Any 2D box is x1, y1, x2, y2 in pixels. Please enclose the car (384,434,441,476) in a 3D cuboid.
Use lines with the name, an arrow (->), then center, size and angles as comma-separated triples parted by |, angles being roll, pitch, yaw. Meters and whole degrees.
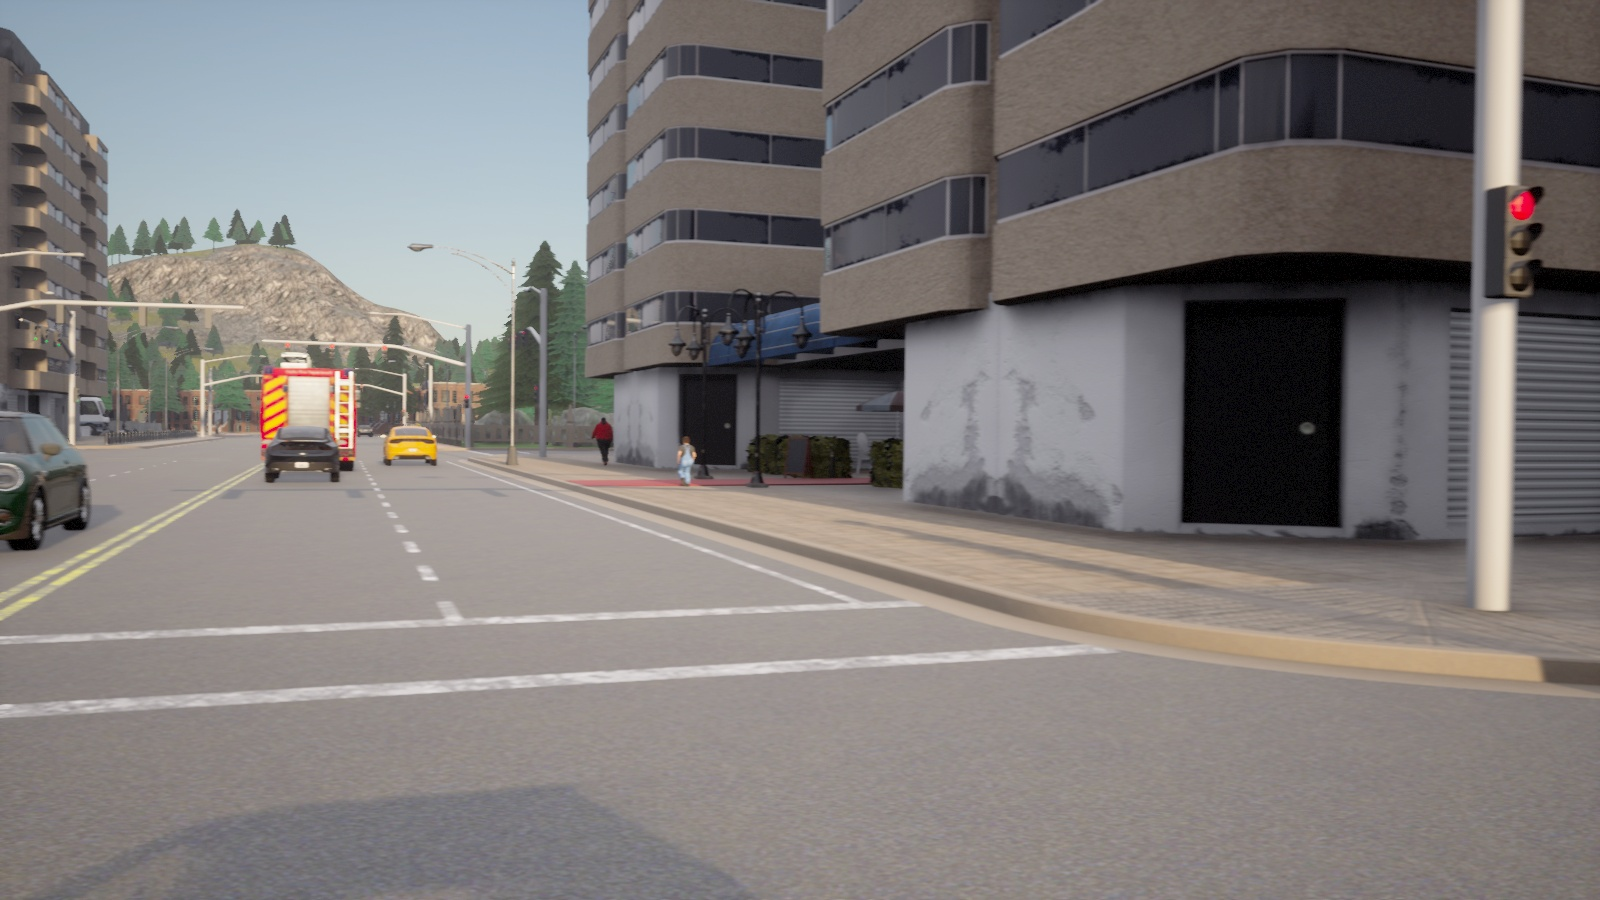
car -> -15.255, 0.139, 49.286 | 1.882, 1.535, 5.008 | -1, 1, -20

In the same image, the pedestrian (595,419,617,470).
pedestrian -> -7.094, -0.214, 45.933 | 0.634, 1.844, 0.899 | -1, 1, -19

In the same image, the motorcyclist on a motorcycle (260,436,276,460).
motorcyclist on a motorcycle -> -34.940, -0.131, 82.488 | 0.866, 1.530, 2.191 | -1, 1, -20

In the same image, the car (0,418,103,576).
car -> -10.425, 0.510, 15.913 | 2.097, 1.767, 4.553 | -1, 1, -20

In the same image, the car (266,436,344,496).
car -> -13.554, 0.387, 34.542 | 1.837, 1.490, 4.892 | -1, 1, -20

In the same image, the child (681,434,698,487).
child -> -2.656, 0.257, 30.152 | 0.270, 1.263, 0.437 | -1, 1, -22

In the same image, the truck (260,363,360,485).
truck -> -17.024, -0.897, 43.911 | 2.891, 3.827, 8.468 | -1, 1, -20
